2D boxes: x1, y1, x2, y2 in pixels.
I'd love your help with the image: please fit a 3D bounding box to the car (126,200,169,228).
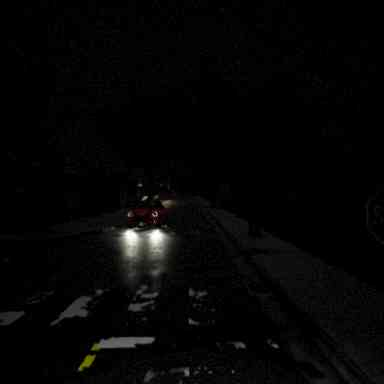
[{"bbox_3d":[-2.899,1.373,22.389,2.097,1.767,4.553,0,0,5],"label":"car"}]
